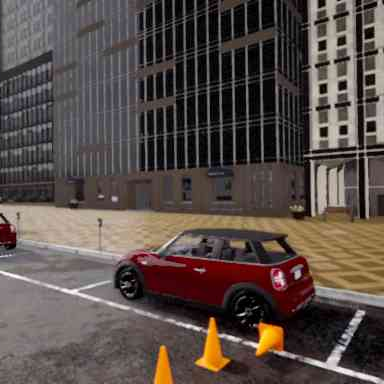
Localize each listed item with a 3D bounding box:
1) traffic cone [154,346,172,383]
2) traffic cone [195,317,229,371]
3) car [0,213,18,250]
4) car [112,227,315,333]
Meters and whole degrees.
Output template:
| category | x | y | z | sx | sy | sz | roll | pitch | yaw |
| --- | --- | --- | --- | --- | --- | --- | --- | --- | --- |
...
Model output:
| category | x | y | z | sx | sy | sz | roll | pitch | yaw |
| --- | --- | --- | --- | --- | --- | --- | --- | --- | --- |
| traffic cone | -0.313 | 1.959 | 3.584 | 0.340 | 0.580 | 0.340 | 0 | 0 | 36 |
| traffic cone | 0.269 | 1.959 | 4.397 | 0.340 | 0.580 | 0.340 | 0 | 0 | 36 |
| car | -8.823 | 1.461 | 13.337 | 4.097 | 1.590 | 1.967 | 0 | -1 | 36 |
| car | 0.236 | 1.446 | 6.853 | 4.097 | 1.590 | 1.967 | 0 | -1 | 36 |
